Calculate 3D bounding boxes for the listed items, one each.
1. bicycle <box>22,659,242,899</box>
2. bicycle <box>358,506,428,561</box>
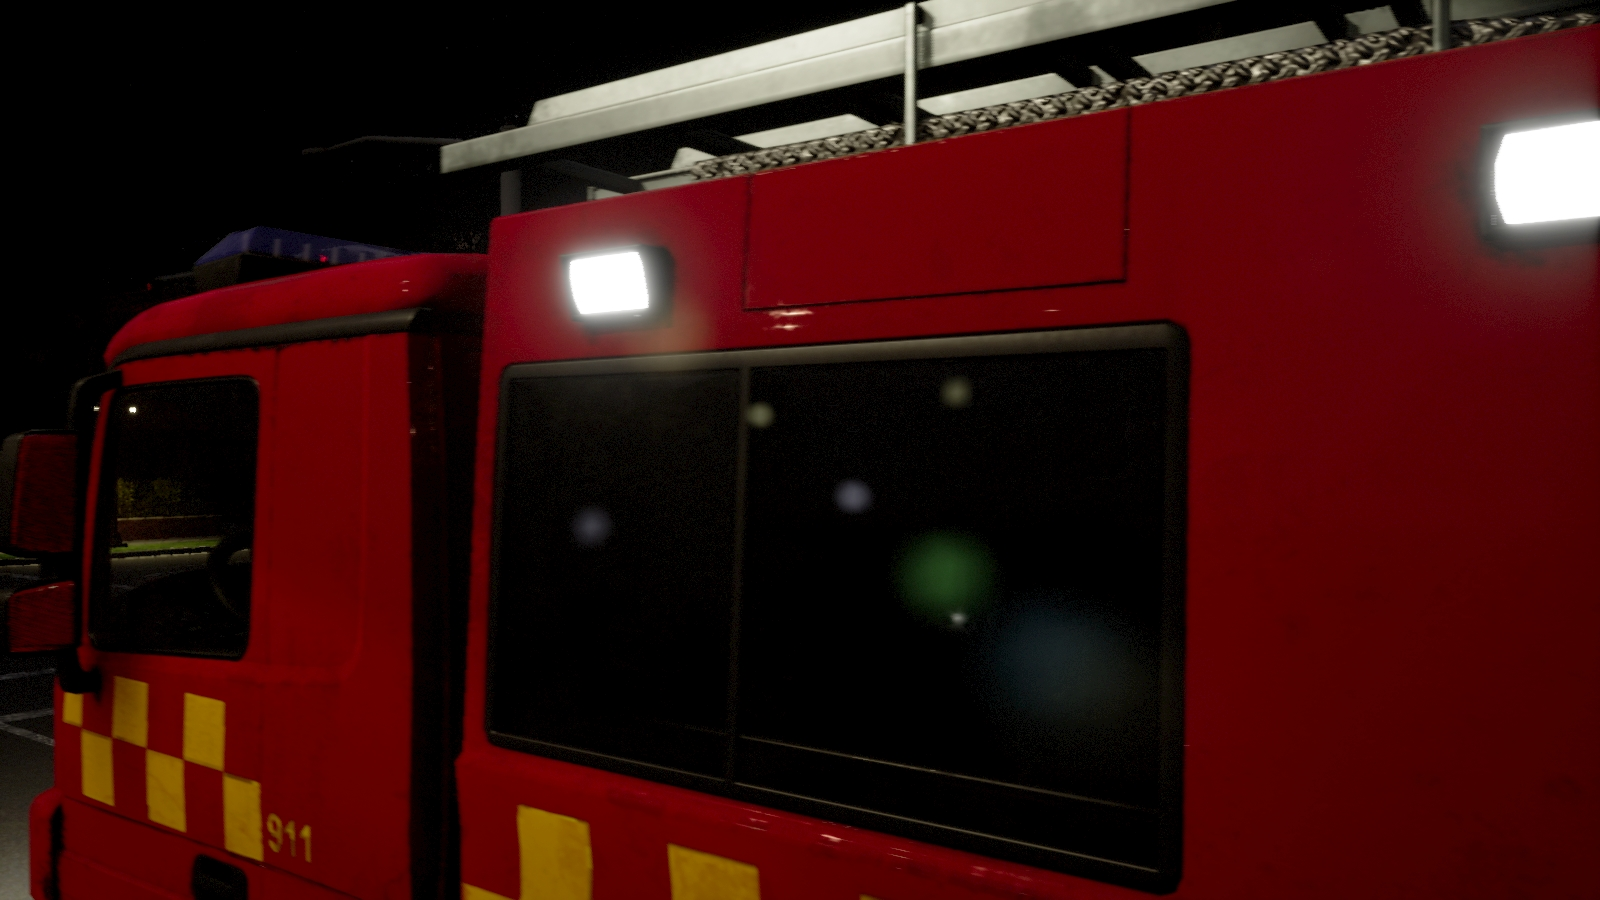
[{"bbox_3d":[-3.795,2.048,6.424,1.835,1.496,0.329,0,0,35],"label":"bicycle"},{"bbox_3d":[-10.562,2.145,29.657,0.859,1.301,1.487,0,0,35],"label":"bicycle"}]
